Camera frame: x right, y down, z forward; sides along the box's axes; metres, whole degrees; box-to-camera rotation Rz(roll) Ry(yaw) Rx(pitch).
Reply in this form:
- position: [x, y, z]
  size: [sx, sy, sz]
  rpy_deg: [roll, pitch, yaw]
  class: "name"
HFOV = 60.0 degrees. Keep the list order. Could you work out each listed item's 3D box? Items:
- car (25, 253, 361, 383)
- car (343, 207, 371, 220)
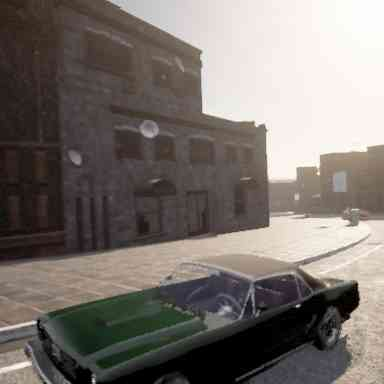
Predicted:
- position: [0.393, 1.637, 4.612]
  size: [4.718, 1.301, 1.895]
  rpy_deg: [0, -1, -40]
  class: "car"
- position: [21.080, 2.715, 42.723]
  size: [2.097, 1.767, 4.553]
  rpy_deg: [-3, -3, 6]
  class: "car"
